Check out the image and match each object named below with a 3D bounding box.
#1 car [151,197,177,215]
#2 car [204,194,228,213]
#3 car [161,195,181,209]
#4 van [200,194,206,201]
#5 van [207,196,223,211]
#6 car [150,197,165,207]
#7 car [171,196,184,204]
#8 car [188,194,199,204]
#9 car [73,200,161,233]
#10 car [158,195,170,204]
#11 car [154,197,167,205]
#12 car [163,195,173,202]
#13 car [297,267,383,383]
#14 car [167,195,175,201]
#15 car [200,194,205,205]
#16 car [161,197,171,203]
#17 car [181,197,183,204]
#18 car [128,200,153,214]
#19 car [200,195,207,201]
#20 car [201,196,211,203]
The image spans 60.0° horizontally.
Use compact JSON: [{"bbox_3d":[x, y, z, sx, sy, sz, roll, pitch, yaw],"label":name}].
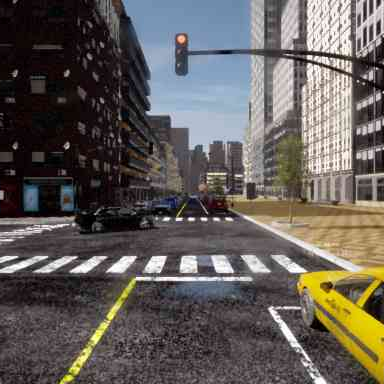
[{"bbox_3d":[-2.960,1.558,34.133,2.033,1.411,5.357,0,0,0],"label":"car"},{"bbox_3d":[2.832,1.327,36.408,2.192,1.841,5.009,0,0,0],"label":"car"},{"bbox_3d":[-2.910,1.497,43.953,1.882,1.535,5.008,0,0,0],"label":"car"},{"bbox_3d":[3.057,1.441,91.672,1.690,1.788,3.998,0,0,0],"label":"van"},{"bbox_3d":[2.855,1.358,41.933,1.690,1.788,3.998,0,0,0],"label":"van"},{"bbox_3d":[-5.479,1.581,53.021,2.008,1.369,4.403,0,0,0],"label":"car"},{"bbox_3d":[-2.741,1.540,64.010,2.128,1.511,4.902,0,0,0],"label":"car"},{"bbox_3d":[0.266,1.615,65.611,1.994,1.385,4.181,0,0,0],"label":"car"},{"bbox_3d":[-4.666,1.561,20.229,4.892,1.490,1.837,-1,2,-32],"label":"car"},{"bbox_3d":[-5.435,1.488,64.074,1.967,1.590,4.097,0,0,0],"label":"car"},{"bbox_3d":[-5.457,1.584,58.547,1.887,1.381,4.507,0,0,0],"label":"car"},{"bbox_3d":[-5.390,1.507,75.128,1.967,1.590,4.097,0,0,0],"label":"car"},{"bbox_3d":[2.702,1.525,4.165,1.752,1.417,4.829,0,0,0],"label":"car"},{"bbox_3d":[-5.345,1.613,86.011,1.752,1.417,4.829,0,0,0],"label":"car"},{"bbox_3d":[2.922,1.354,58.513,2.192,1.841,5.009,0,0,0],"label":"car"},{"bbox_3d":[-5.412,1.639,69.601,1.802,1.307,4.206,0,0,0],"label":"car"},{"bbox_3d":[-2.851,1.536,53.765,1.837,1.490,4.892,0,0,1],"label":"car"},{"bbox_3d":[-5.546,1.563,36.441,2.008,1.369,4.403,0,0,0],"label":"car"},{"bbox_3d":[3.036,1.613,86.316,1.752,1.417,4.829,0,0,0],"label":"car"},{"bbox_3d":[2.968,1.602,69.567,1.887,1.381,4.507,0,0,0],"label":"car"}]
